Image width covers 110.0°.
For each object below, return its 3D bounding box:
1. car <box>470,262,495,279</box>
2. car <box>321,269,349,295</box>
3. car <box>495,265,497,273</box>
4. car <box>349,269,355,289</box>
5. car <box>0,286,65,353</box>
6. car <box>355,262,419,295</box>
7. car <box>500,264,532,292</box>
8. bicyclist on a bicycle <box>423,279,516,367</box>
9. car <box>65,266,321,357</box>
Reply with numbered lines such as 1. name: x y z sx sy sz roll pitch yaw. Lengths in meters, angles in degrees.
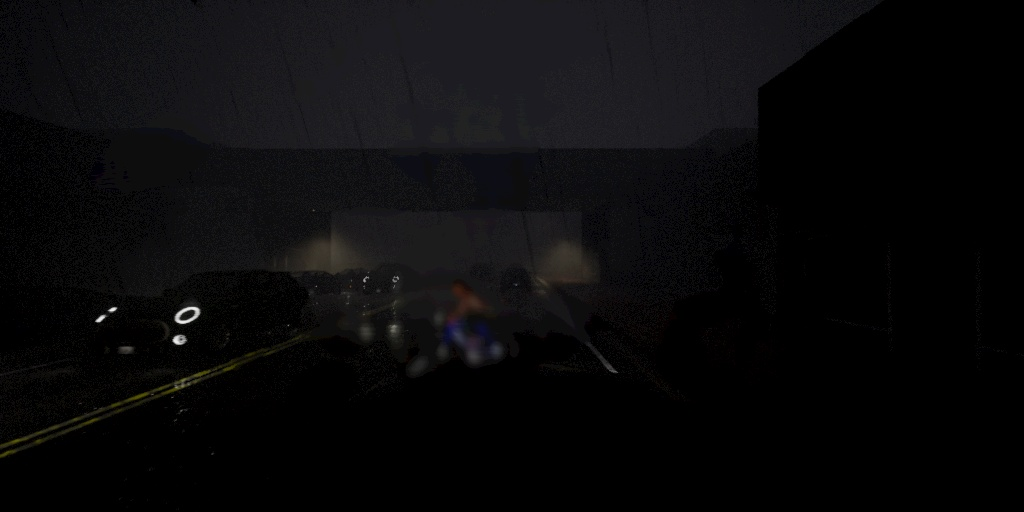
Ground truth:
1. car: -3.128 1.493 37.092 1.882 1.535 5.008 0 0 0
2. car: -10.472 1.438 18.351 1.994 1.385 4.181 0 -1 1
3. car: -3.141 1.586 47.690 2.128 1.511 4.902 0 0 -1
4. car: -10.338 1.523 23.413 1.994 1.385 4.181 0 0 0
5. car: -10.568 1.339 7.343 2.033 1.411 5.357 0 0 0
6. car: -6.962 1.245 20.916 2.097 1.767 4.553 0 0 0
7. car: 0.252 1.431 22.459 1.812 1.442 4.674 0 0 1
8. bicyclist on a bicycle: -0.764 1.235 6.337 1.656 1.620 0.582 -2 0 0
9. car: -7.056 1.155 8.822 2.097 1.767 4.553 0 0 0
